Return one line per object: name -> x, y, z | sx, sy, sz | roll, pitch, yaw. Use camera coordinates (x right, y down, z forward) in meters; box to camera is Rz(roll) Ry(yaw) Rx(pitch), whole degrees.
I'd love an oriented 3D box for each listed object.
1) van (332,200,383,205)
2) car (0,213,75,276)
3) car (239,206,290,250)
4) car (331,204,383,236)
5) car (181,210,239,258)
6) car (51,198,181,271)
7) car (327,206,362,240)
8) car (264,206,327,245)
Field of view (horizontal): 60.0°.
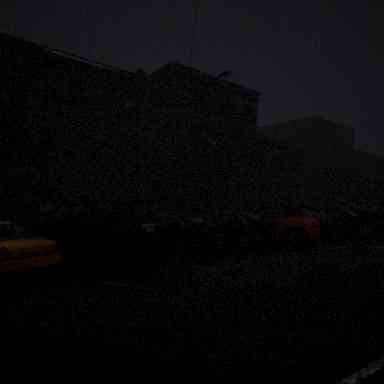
van -> 10.876, 1.486, 21.393 | 4.442, 1.987, 1.878 | 0, -1, 35
car -> -5.944, 1.472, 9.566 | 5.366, 1.575, 1.946 | -1, -1, 35
car -> 1.388, 1.542, 14.552 | 4.892, 1.521, 2.231 | -1, -1, 35
car -> 8.567, 1.659, 19.639 | 5.008, 1.535, 2.097 | -1, -2, 35
car -> -1.009, 1.512, 12.853 | 4.892, 1.521, 2.231 | -1, -1, 35
car -> -3.430, 1.240, 11.177 | 5.566, 2.045, 2.435 | -1, -1, 35
car -> 6.202, 1.643, 17.930 | 4.792, 1.488, 2.163 | -1, -2, 35
car -> 3.801, 1.447, 16.231 | 4.553, 1.767, 2.185 | -1, -1, 35
